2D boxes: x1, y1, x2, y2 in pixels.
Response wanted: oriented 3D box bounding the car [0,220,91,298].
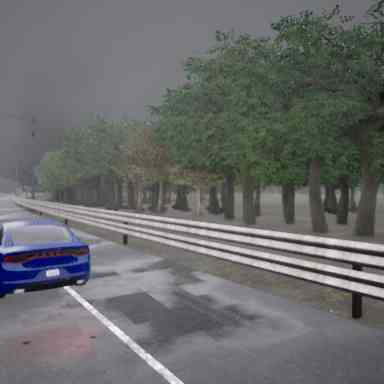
[{"bbox_3d":[-4.204,1.463,8.671,1.882,1.535,5.008,0,0,-35],"label":"car"}]
